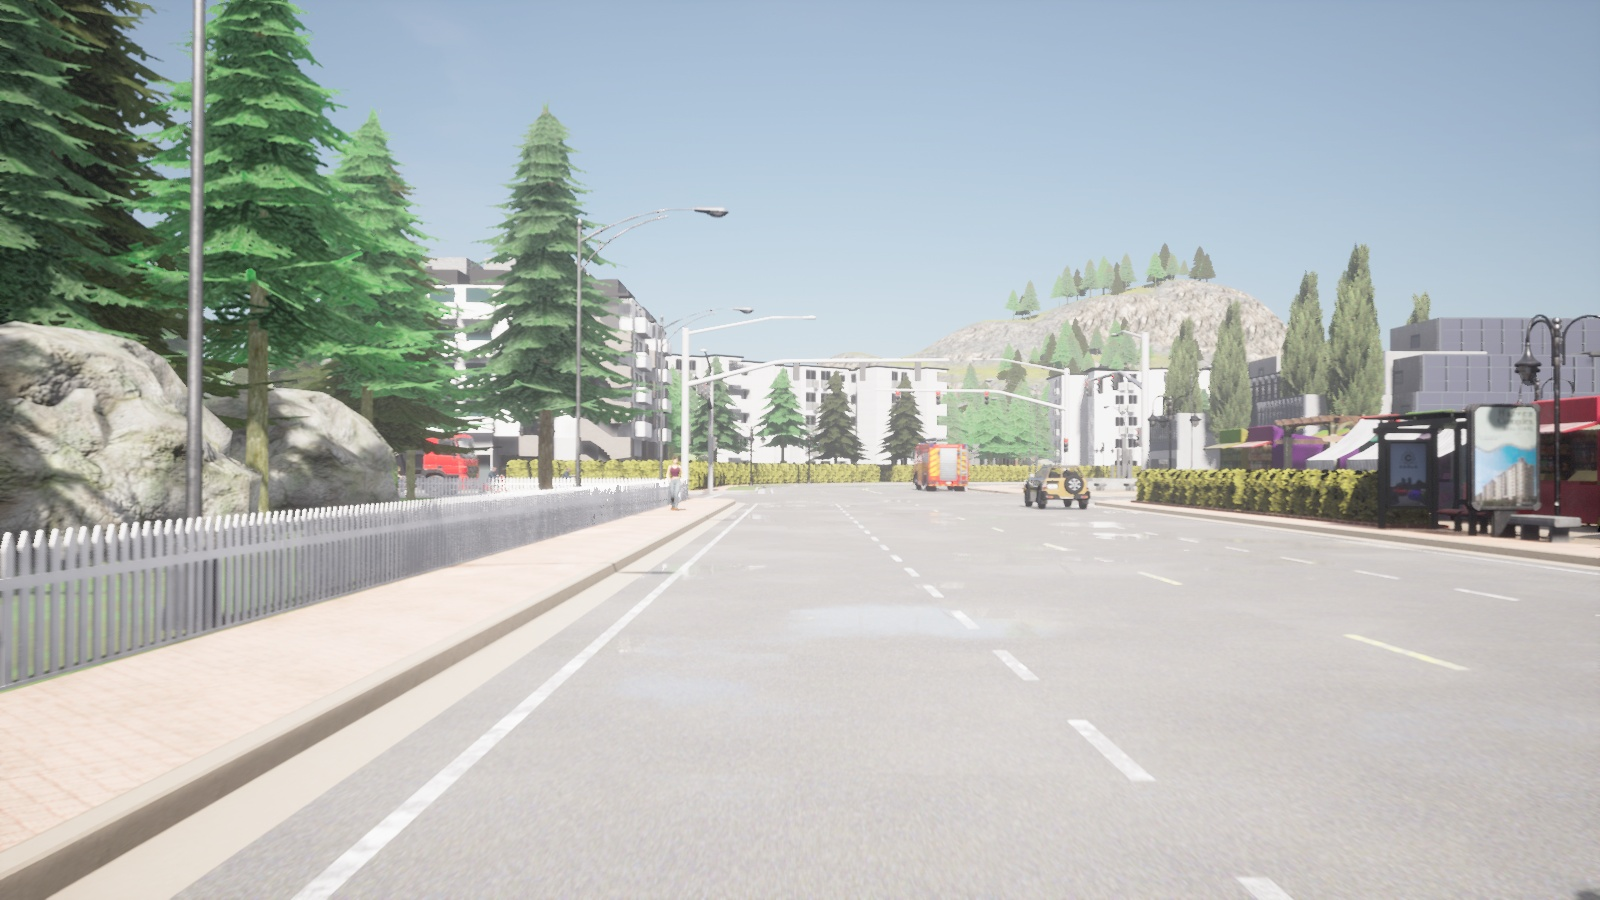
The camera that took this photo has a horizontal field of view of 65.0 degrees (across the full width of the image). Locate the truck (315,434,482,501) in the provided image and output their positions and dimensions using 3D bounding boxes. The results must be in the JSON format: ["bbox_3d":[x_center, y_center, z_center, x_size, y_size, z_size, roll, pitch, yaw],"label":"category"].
[{"bbox_3d":[-21.322,0.919,66.949,7.936,3.462,2.891,0,-1,1],"label":"truck"}]

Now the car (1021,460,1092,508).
[{"bbox_3d":[10.374,1.352,51.061,1.932,1.855,4.605,0,-1,0],"label":"car"}]

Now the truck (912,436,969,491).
[{"bbox_3d":[10.220,0.993,92.477,2.891,3.827,8.468,0,-1,-2],"label":"truck"}]

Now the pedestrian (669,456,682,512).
[{"bbox_3d":[-4.095,1.106,41.299,0.345,1.836,0.594,0,-1,0],"label":"pedestrian"}]
